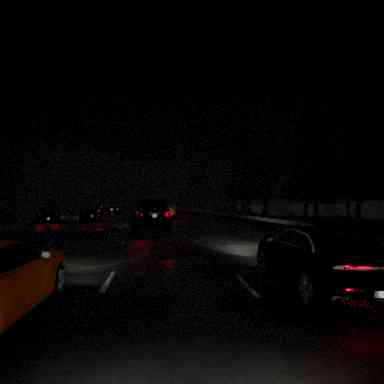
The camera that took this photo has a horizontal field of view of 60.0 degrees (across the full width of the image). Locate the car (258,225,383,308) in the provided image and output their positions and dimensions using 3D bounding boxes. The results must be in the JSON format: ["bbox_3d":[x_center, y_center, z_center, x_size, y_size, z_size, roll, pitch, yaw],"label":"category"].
[{"bbox_3d":[3.047,1.562,8.134,2.128,1.511,4.902,0,0,-5],"label":"car"}]

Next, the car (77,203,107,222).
[{"bbox_3d":[-9.240,1.821,30.044,2.128,1.511,4.902,0,-1,-21],"label":"car"}]

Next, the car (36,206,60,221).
[{"bbox_3d":[-12.855,1.941,29.892,1.895,1.301,4.718,0,-1,-22],"label":"car"}]

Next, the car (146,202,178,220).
[{"bbox_3d":[-3.089,1.817,33.483,1.882,1.535,5.008,1,-1,-22],"label":"car"}]

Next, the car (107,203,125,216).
[{"bbox_3d":[-9.228,1.959,38.467,2.033,1.411,5.357,0,-1,-26],"label":"car"}]

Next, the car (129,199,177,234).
[{"bbox_3d":[-2.689,1.435,20.915,2.150,2.045,5.566,0,-1,-14],"label":"car"}]

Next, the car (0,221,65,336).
[{"bbox_3d":[-3.761,1.549,5.815,1.882,1.535,5.008,0,0,-4],"label":"car"}]
